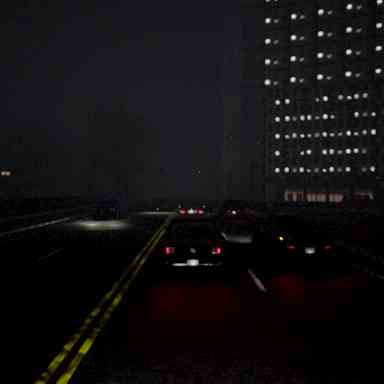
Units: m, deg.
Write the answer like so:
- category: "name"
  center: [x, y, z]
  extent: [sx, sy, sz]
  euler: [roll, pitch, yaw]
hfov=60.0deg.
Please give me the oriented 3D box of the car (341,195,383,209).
- category: "car"
  center: [22.856, 1.337, 45.022]
  extent: [5.009, 1.841, 2.192]
  euler: [1, 2, 20]

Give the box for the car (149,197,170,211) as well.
- category: "car"
  center: [-3.436, 1.294, 35.920]
  extent: [2.033, 1.411, 5.357]
  euler: [0, 0, 0]

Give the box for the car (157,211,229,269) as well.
- category: "car"
  center: [0.036, 1.519, 10.820]
  extent: [1.895, 1.301, 4.718]
  euler: [0, 0, 0]

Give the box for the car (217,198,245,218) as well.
- category: "car"
  center: [3.235, 1.303, 27.995]
  extent: [1.837, 1.490, 4.892]
  euler: [0, 0, 0]

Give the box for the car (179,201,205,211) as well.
- category: "car"
  center: [-0.017, 1.367, 24.853]
  extent: [2.033, 1.411, 5.357]
  euler: [0, 0, 0]

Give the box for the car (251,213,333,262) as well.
- category: "car"
  center: [3.289, 1.439, 11.562]
  extent: [1.812, 1.442, 4.674]
  euler: [0, 0, 0]

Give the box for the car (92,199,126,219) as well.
- category: "car"
  center: [-6.686, 1.280, 27.306]
  extent: [1.882, 1.535, 5.008]
  euler: [0, 0, 0]
